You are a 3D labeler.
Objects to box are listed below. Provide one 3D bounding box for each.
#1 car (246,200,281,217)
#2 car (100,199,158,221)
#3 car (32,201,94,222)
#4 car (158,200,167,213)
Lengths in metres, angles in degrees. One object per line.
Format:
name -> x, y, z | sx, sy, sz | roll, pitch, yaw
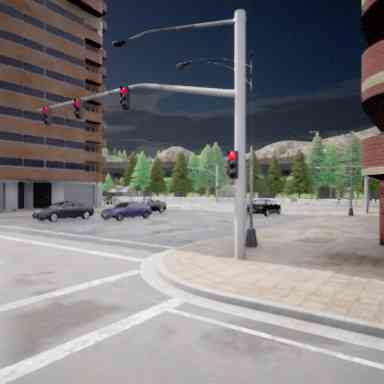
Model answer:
car -> 6.955, 1.473, 31.850 | 1.882, 1.535, 5.008 | 0, 0, 36
car -> -5.252, 1.518, 27.183 | 1.812, 1.442, 4.674 | 0, 0, 36
car -> -10.111, 1.496, 26.442 | 1.837, 1.490, 4.892 | 0, 0, 36
car -> -4.628, 1.483, 33.983 | 2.128, 1.511, 4.902 | 0, 0, 36
